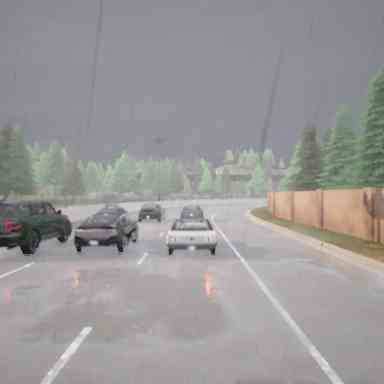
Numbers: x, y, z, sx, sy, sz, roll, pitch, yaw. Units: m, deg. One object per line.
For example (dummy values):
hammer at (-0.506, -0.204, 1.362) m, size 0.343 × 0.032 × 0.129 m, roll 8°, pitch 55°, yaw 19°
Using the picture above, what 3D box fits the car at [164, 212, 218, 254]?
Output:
car at (-0.001, 1.731, 14.098) m, size 1.895 × 1.301 × 4.718 m, roll 0°, pitch 0°, yaw 0°

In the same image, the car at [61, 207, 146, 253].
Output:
car at (-3.498, 1.625, 14.291) m, size 2.128 × 1.511 × 4.902 m, roll 0°, pitch 0°, yaw 0°

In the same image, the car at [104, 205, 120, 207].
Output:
car at (-6.952, 1.833, 29.171) m, size 1.994 × 1.385 × 4.181 m, roll 0°, pitch 0°, yaw 2°

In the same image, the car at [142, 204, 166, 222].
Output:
car at (-3.453, 1.775, 29.069) m, size 1.837 × 1.490 × 4.892 m, roll 0°, pitch 0°, yaw 2°

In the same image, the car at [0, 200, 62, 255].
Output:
car at (-7.002, 1.346, 14.011) m, size 2.150 × 2.045 × 5.566 m, roll 0°, pitch 0°, yaw 0°

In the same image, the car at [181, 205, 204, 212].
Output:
car at (0.048, 1.832, 29.000) m, size 1.994 × 1.385 × 4.181 m, roll 0°, pitch 0°, yaw 2°
